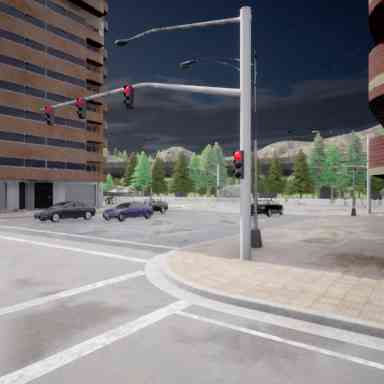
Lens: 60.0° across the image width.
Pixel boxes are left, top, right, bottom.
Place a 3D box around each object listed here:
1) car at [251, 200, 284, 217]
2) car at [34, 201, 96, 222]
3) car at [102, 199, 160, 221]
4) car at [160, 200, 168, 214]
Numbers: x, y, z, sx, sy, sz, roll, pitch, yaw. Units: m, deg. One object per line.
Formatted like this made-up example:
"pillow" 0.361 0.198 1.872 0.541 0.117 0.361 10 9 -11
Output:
"car" 7.126 1.478 31.740 1.882 1.535 5.008 0 0 36
"car" -9.945 1.505 26.345 1.837 1.490 4.892 0 0 36
"car" -5.085 1.526 27.082 1.812 1.442 4.674 0 0 36
"car" -4.456 1.491 33.882 2.128 1.511 4.902 0 0 36
